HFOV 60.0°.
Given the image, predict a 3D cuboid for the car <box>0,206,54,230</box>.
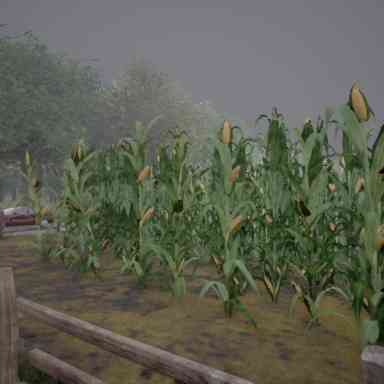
[{"bbox_3d":[-12.532,1.809,23.975,1.882,1.535,5.008,0,-1,34],"label":"car"}]
